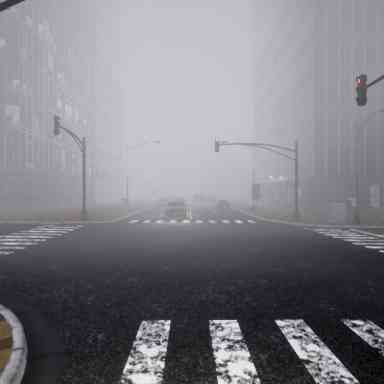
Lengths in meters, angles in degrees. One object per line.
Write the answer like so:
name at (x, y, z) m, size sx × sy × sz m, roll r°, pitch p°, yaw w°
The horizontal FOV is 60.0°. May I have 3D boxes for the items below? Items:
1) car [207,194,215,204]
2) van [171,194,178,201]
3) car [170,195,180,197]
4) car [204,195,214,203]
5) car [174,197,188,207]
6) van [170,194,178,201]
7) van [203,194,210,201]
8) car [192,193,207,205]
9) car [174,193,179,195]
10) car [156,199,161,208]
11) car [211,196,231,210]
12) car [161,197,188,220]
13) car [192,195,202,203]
car at (3.603, 1.313, 63.949) m, size 2.192 × 1.841 × 5.009 m, roll 0°, pitch 0°, yaw 0°
van at (-4.434, 1.315, 86.003) m, size 1.690 × 1.788 × 3.998 m, roll 0°, pitch 0°, yaw 0°
car at (-1.654, 1.505, 42.241) m, size 2.128 × 1.511 × 4.902 m, roll 0°, pitch 0°, yaw 0°
car at (3.564, 1.432, 69.477) m, size 1.967 × 1.590 × 4.097 m, roll 0°, pitch 0°, yaw 0°
car at (-1.732, 1.554, 53.656) m, size 2.033 × 1.411 × 5.357 m, roll 0°, pitch 0°, yaw 0°
van at (-4.395, 1.321, 80.476) m, size 1.690 × 1.788 × 3.998 m, roll 0°, pitch 0°, yaw 0°
van at (3.485, 1.321, 80.532) m, size 1.690 × 1.788 × 3.998 m, roll 0°, pitch 0°, yaw 0°
car at (1.161, 1.222, 60.442) m, size 2.150 × 2.045 × 5.566 m, roll 0°, pitch 0°, yaw 0°
car at (-4.356, 1.426, 74.949) m, size 1.967 × 1.590 × 4.097 m, roll 0°, pitch 0°, yaw 0°
car at (-4.160, 1.592, 47.311) m, size 1.802 × 1.307 × 4.206 m, roll 0°, pitch 0°, yaw 0°
car at (3.809, 1.579, 41.841) m, size 1.947 × 1.339 × 4.313 m, roll 0°, pitch 0°, yaw 0°
car at (-1.425, 1.496, 28.586) m, size 1.882 × 1.535 × 5.008 m, roll 0°, pitch 0°, yaw -3°
car at (0.974, 1.512, 73.183) m, size 2.128 × 1.511 × 4.902 m, roll 0°, pitch 0°, yaw 0°
